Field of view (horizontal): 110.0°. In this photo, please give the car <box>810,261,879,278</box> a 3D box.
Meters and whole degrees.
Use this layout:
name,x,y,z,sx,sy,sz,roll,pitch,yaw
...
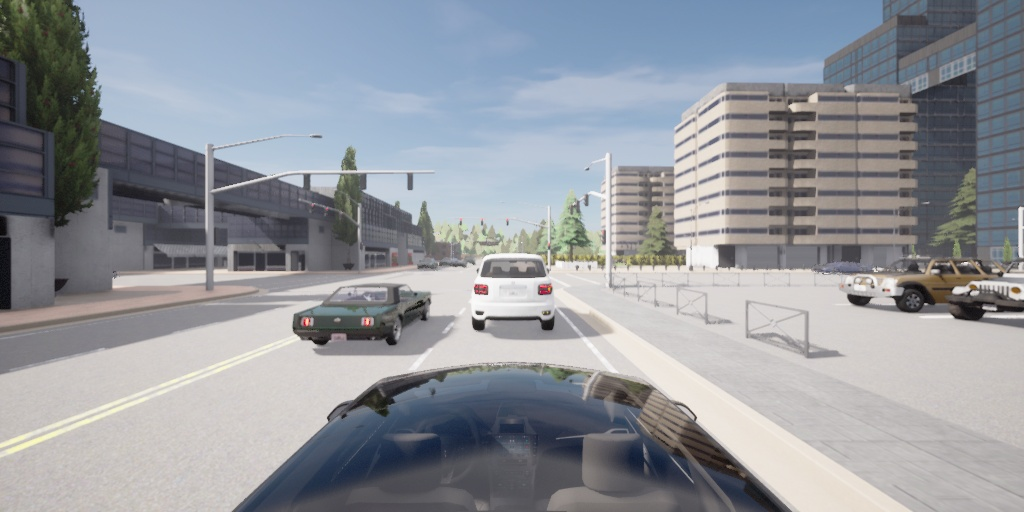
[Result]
name,x,y,z,sx,sy,sz,roll,pitch,yaw
car,34.594,1.269,37.610,5.357,1.411,2.033,0,0,-1

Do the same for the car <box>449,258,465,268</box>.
name,x,y,z,sx,sy,sz,roll,pitch,yaw
car,-8.470,1.304,57.936,1.895,1.301,4.718,0,0,-1

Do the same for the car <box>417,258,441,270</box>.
name,x,y,z,sx,sy,sz,roll,pitch,yaw
car,-11.780,1.062,50.068,2.097,1.767,4.553,0,0,-2

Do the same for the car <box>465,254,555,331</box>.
name,x,y,z,sx,sy,sz,roll,pitch,yaw
car,0.033,0.964,11.155,2.150,2.045,5.566,0,0,0

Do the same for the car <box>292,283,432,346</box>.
name,x,y,z,sx,sy,sz,roll,pitch,yaw
car,-3.469,1.344,9.416,1.895,1.301,4.718,0,0,0

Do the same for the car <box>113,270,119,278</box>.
name,x,y,z,sx,sy,sz,roll,pitch,yaw
car,-33.808,1.329,27.843,4.718,1.301,1.895,0,0,-1
